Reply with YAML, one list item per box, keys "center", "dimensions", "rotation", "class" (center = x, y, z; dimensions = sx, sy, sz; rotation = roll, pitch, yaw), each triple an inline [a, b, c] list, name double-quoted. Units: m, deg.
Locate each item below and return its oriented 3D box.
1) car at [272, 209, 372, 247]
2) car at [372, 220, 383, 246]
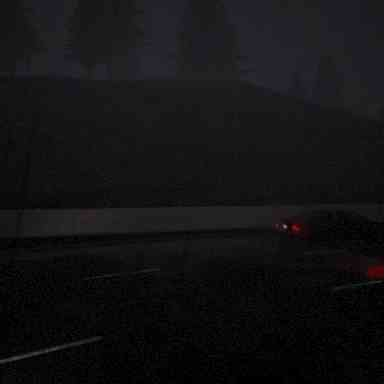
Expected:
- center: [6.153, 1.457, 14.262]
  dimensions: [5.357, 1.411, 2.033]
  rotation: [0, 0, -18]
  class: "car"
- center: [8.831, 1.417, 11.120]
  dimensions: [5.008, 1.535, 1.882]
  rotation: [0, 0, -18]
  class: "car"
